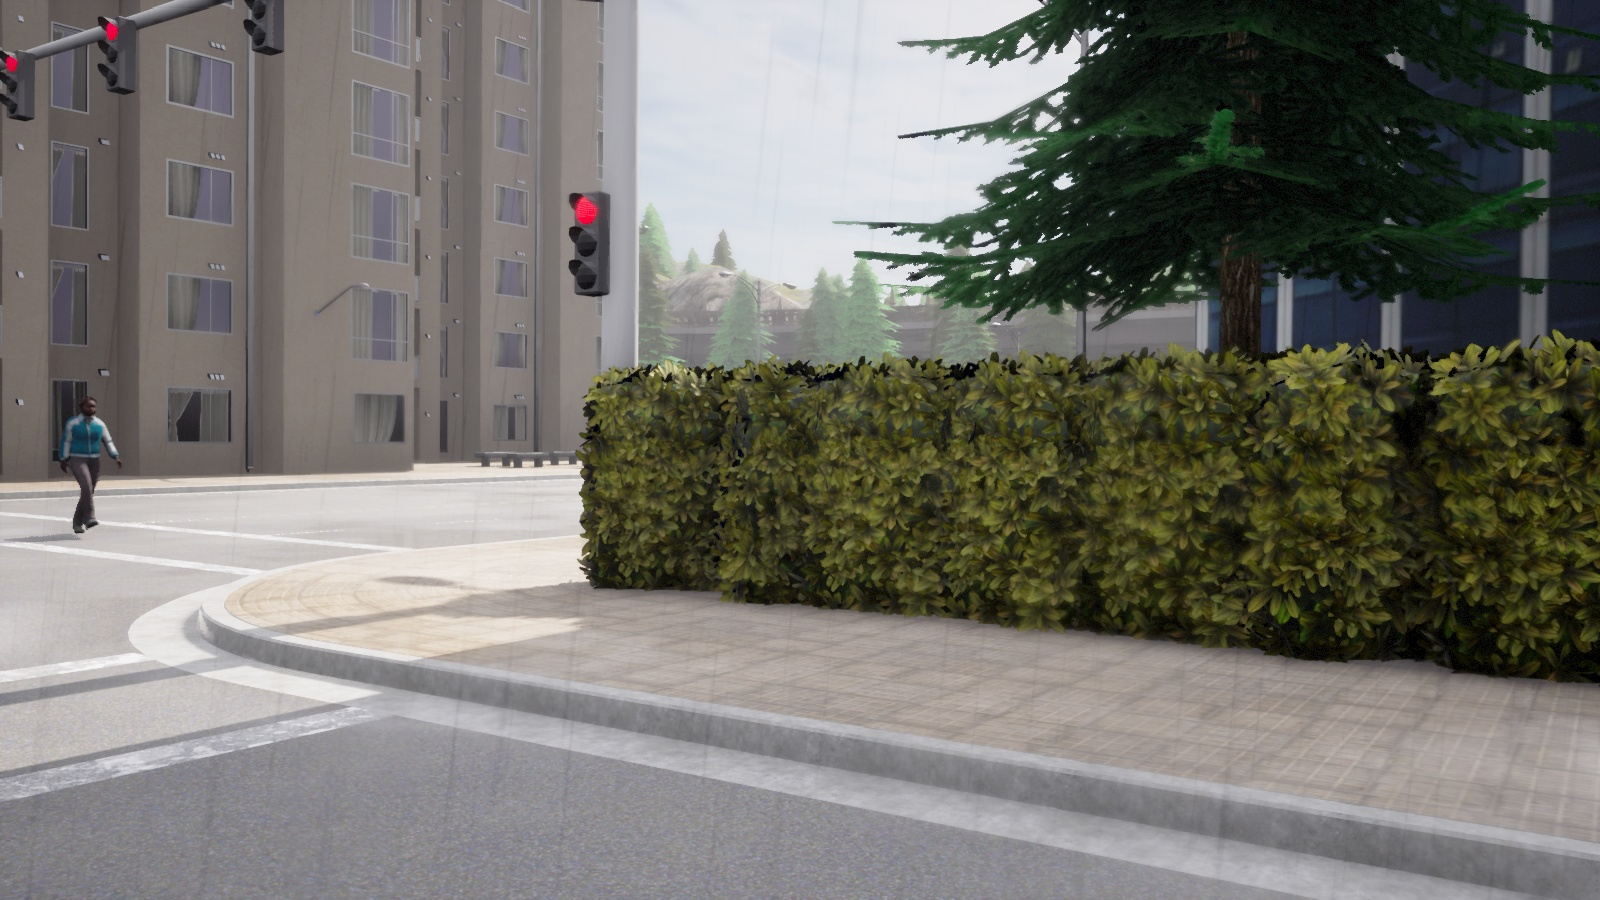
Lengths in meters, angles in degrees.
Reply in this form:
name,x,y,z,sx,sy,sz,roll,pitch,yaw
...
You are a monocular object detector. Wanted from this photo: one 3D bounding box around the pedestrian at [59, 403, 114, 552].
name,x,y,z,sx,sy,sz,roll,pitch,yaw
pedestrian,-9.473,0.358,16.664,0.692,1.930,0.396,0,1,41
